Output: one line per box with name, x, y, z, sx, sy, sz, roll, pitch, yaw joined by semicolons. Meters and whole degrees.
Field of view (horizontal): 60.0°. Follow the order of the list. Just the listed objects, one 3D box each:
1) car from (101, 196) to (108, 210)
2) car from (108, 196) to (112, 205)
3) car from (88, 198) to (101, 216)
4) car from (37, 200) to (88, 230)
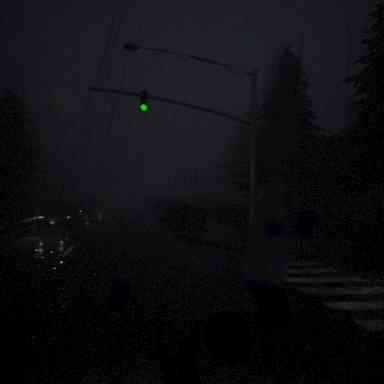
car;-11.646;1.440;40.252;1.895;1.301;4.718;1;0;-10
car;-14.601;1.365;56.401;2.033;1.411;5.357;1;0;-11
car;-9.812;1.404;30.358;2.033;1.411;5.357;1;0;-10
car;-7.902;1.367;20.158;2.128;1.511;4.902;1;0;-11
